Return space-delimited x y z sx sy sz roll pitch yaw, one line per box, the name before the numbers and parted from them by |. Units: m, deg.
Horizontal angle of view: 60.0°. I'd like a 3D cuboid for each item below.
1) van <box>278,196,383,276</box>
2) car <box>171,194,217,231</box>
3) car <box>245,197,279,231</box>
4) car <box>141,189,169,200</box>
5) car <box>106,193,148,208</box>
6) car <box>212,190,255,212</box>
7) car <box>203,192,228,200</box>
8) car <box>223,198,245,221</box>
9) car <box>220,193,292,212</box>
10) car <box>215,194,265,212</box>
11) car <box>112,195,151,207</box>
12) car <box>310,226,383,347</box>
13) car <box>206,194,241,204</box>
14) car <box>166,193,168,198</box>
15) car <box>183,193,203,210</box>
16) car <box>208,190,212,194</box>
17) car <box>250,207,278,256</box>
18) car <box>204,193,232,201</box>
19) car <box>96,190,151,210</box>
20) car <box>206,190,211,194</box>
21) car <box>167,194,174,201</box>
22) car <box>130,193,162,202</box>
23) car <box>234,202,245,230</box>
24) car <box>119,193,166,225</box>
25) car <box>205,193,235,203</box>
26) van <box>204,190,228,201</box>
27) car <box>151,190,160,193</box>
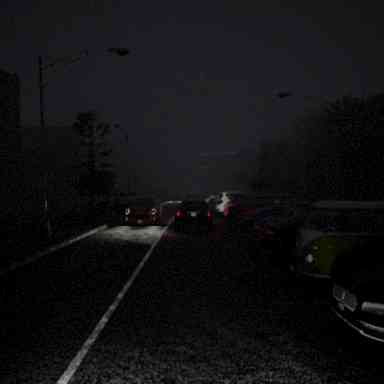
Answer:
van | 4.532 1.182 7.749 4.442 1.987 1.878 0 1 0
car | 0.096 1.175 19.276 2.097 1.767 4.553 0 1 0
car | 4.679 1.231 13.338 4.553 1.767 2.185 0 1 0
car | -7.657 0.519 68.951 5.566 2.045 2.435 0 1 0
car | -7.652 0.990 39.548 4.553 1.767 2.185 0 1 0
car | 4.675 0.977 27.305 5.566 2.045 2.435 0 1 0
car | 4.639 0.837 66.428 4.892 1.521 2.231 0 2 0
car | 4.676 1.309 21.721 4.792 1.488 2.163 0 1 0
car | 4.617 1.128 24.511 4.553 1.767 2.185 0 1 0
car | 4.679 1.051 32.891 4.553 1.767 2.185 0 1 0
car | -7.681 1.129 42.487 4.674 1.452 2.002 0 1 0
car | 4.655 1.434 4.958 4.892 1.521 2.231 0 1 0
car | 4.640 1.022 49.655 5.008 1.535 2.097 0 1 0
car | -7.690 0.845 66.013 5.008 1.535 2.097 0 1 0
car | 0.097 1.005 37.643 2.097 1.767 4.553 0 1 0
car | 4.678 0.973 41.397 4.553 1.767 2.185 0 1 0
car | 4.643 1.381 10.670 5.008 1.535 2.097 0 1 0
car | 4.652 0.921 60.826 4.892 1.521 2.231 0 1 0
car | -7.711 0.890 36.734 5.566 2.045 2.435 0 1 0
car | 4.618 0.797 46.858 5.566 2.045 2.435 0 1 0
car | -3.032 1.024 62.401 1.895 1.301 4.718 0 1 1
car | -7.869 0.949 57.302 5.366 1.575 1.946 0 1 0
car | 4.646 1.371 16.132 4.674 1.452 2.002 0 1 0
car | -3.101 1.149 21.918 2.097 1.767 4.553 0 1 0
car | 4.639 0.971 55.366 4.892 1.521 2.231 0 1 0
van | 4.528 0.663 63.617 4.442 1.987 1.878 0 1 0
car | -7.715 0.881 51.425 4.553 1.767 2.185 0 1 0
